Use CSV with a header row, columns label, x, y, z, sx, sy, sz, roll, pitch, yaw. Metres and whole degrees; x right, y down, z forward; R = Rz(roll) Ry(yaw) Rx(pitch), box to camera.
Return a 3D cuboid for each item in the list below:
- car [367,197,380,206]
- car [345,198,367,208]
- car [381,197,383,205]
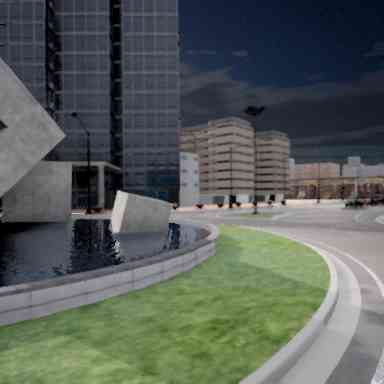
label,x,y,z,sx,sy,sz,roll,pitch,yaw
car,33.410,1.919,62.615,1.812,1.442,4.674,-1,-1,41
car,26.724,1.870,54.861,2.128,1.511,4.902,-1,-1,41
car,36.625,1.932,60.983,1.895,1.301,4.718,-1,-1,41
